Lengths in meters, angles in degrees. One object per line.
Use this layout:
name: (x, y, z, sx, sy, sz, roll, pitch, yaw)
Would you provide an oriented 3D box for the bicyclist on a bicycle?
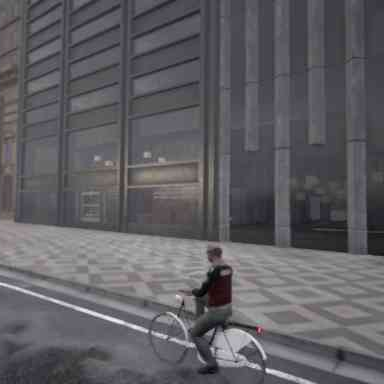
bicyclist on a bicycle: (0.110, 1.567, 4.434, 1.843, 1.776, 0.659, 0, -3, 36)
